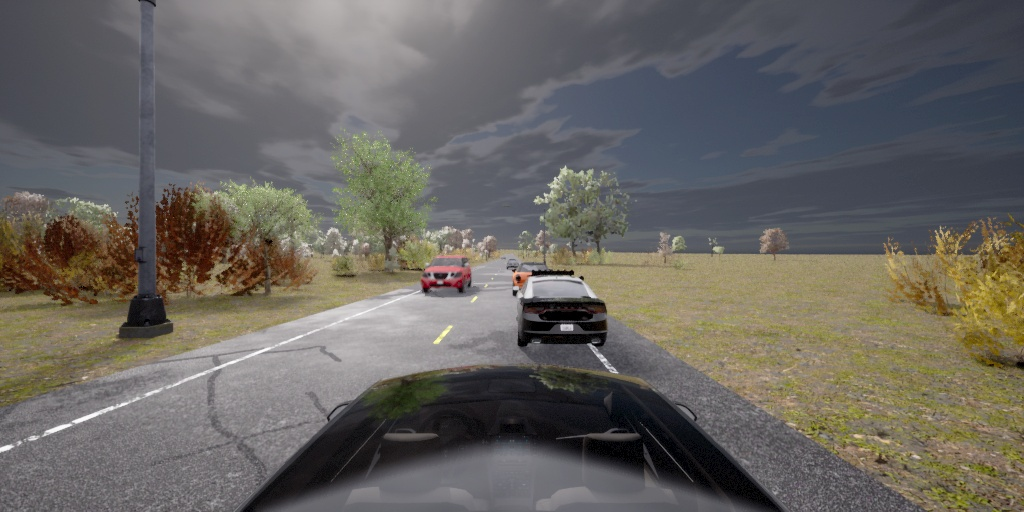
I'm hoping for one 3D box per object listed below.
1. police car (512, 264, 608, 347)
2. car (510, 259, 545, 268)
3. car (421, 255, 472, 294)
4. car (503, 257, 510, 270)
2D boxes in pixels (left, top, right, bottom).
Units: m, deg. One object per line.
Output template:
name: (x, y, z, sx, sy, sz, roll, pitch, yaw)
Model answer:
police car: (1.059, 1.174, 9.488, 1.930, 1.638, 5.238, 0, 0, 0)
car: (1.069, 1.095, 19.349, 2.097, 1.767, 4.553, 0, 0, 0)
car: (-3.580, 0.964, 20.648, 2.150, 2.045, 5.566, 0, 0, 0)
car: (0.127, 1.246, 52.939, 2.033, 1.411, 5.357, 0, 0, 0)
